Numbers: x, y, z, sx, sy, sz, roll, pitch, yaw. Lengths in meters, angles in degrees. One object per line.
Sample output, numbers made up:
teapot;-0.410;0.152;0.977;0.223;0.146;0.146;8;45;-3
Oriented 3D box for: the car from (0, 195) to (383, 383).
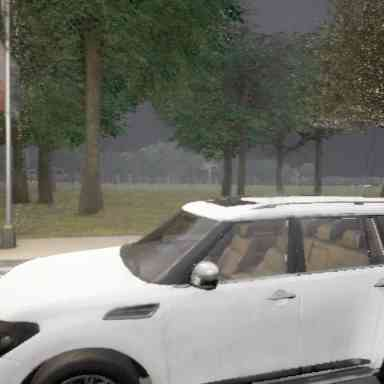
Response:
car;0.613;1.086;3.951;5.566;2.045;2.150;0;2;-15
